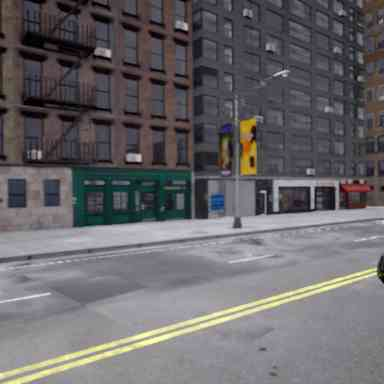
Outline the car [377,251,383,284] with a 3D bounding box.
[{"bbox_3d":[6.279,1.501,7.938,4.181,1.385,1.994,0,0,-35],"label":"car"}]
